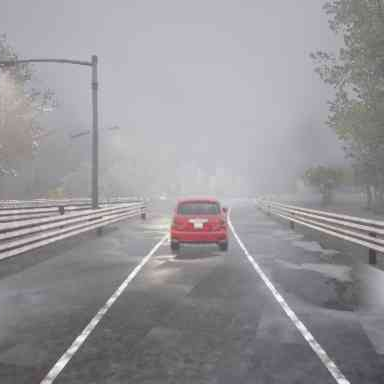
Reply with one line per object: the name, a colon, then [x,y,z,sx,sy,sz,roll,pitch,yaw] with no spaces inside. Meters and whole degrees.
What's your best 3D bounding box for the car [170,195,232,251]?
car: [0.354,1.253,14.339,2.150,2.045,5.566,0,0,3]
